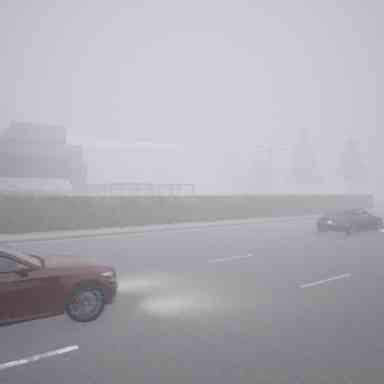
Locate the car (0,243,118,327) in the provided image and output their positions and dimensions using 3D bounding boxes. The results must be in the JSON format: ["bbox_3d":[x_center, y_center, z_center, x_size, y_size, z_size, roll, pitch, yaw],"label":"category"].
[{"bbox_3d":[-3.576,1.526,5.511,4.674,1.442,1.812,0,0,-36],"label":"car"}]

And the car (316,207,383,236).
[{"bbox_3d":[8.866,1.560,18.648,4.181,1.385,1.994,0,0,-35],"label":"car"}]
